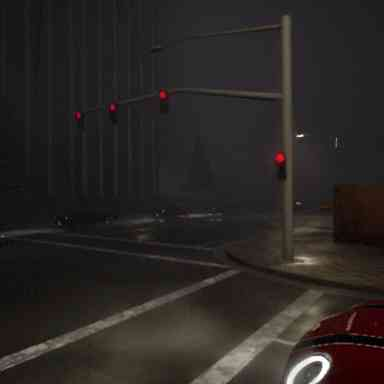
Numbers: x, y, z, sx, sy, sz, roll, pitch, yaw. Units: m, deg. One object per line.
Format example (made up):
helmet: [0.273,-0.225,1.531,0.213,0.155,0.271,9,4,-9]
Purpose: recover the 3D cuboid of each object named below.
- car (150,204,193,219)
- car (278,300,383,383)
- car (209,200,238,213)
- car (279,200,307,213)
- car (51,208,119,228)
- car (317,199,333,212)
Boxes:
car: [-1.935,1.848,32.542,1.895,1.301,4.718,-1,0,36]
car: [2.830,1.335,1.997,4.553,1.767,2.097,-1,-1,37]
car: [3.930,1.737,40.737,2.128,1.511,4.902,-1,0,36]
car: [12.116,1.704,39.864,2.033,1.411,5.357,-1,-1,35]
car: [-7.739,1.850,24.403,1.895,1.301,4.718,-1,0,35]
car: [16.634,1.591,40.175,1.882,1.535,5.008,-1,-1,35]
